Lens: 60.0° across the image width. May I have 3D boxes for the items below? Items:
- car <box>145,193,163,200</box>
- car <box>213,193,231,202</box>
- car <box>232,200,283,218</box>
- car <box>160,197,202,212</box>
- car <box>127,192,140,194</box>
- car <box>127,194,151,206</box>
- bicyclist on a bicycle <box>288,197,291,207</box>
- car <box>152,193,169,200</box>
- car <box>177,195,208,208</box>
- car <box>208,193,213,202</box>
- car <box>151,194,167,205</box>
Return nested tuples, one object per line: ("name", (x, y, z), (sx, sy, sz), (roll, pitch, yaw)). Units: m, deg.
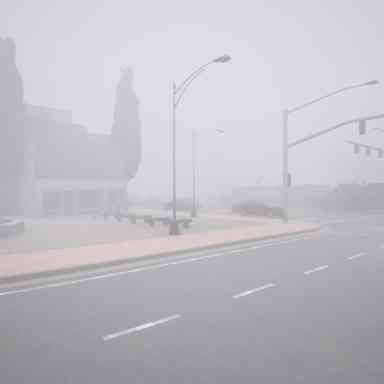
("car", (-10.050, 1.153, 88.053), (4.605, 1.855, 1.932), (0, 0, -42))
("car", (6.855, 1.395, 69.078), (3.806, 1.475, 1.970), (0, 0, -42))
("car", (6.328, 1.478, 30.280), (1.882, 1.535, 5.008), (0, 0, -40))
("car", (-1.369, 1.601, 39.360), (1.895, 1.301, 4.718), (0, 0, -40))
("car", (-12.615, 1.098, 69.015), (2.150, 2.045, 5.566), (0, 0, -40))
("car", (-9.173, 1.478, 54.026), (1.882, 1.535, 5.008), (0, 1, -40))
("bicyclist on a bicycle", (12.889, 1.261, 44.859), (1.656, 1.620, 0.582), (-7, 4, -40))
("car", (-8.163, 1.156, 85.858), (3.866, 1.878, 1.905), (0, 0, -42))
("car", (-0.640, 1.492, 43.915), (2.128, 1.511, 4.902), (0, 0, -40))
("car", (4.935, 1.156, 71.245), (3.866, 1.878, 1.905), (0, 0, -42))
("car", (-6.878, 1.491, 56.993), (2.128, 1.511, 4.902), (0, 0, -40))
